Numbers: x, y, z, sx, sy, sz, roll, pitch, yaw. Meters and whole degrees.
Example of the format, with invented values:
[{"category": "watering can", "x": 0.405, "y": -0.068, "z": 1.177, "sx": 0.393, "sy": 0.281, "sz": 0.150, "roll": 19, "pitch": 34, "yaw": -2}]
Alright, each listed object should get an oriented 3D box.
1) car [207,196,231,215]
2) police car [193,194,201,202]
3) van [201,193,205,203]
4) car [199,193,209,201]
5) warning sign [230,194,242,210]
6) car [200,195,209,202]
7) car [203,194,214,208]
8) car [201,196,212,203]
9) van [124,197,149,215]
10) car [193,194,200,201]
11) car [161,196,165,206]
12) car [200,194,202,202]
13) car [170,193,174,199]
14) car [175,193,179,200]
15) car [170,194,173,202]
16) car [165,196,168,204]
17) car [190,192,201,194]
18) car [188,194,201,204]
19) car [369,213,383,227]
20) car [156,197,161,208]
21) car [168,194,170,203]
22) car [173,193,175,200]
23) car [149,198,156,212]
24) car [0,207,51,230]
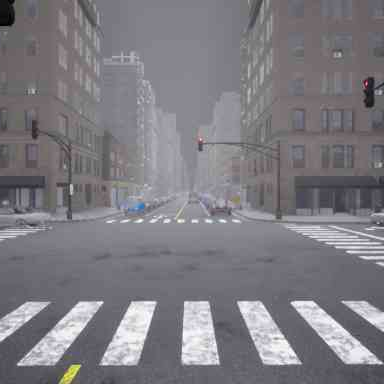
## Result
[{"category": "car", "x": 2.811, "y": 1.442, "z": 33.344, "sx": 1.967, "sy": 1.590, "sz": 4.097, "roll": 0, "pitch": 0, "yaw": 0}, {"category": "police car", "x": 1.144, "y": 1.421, "z": 79.442, "sx": 1.930, "sy": 1.638, "sz": 5.238, "roll": 0, "pitch": 0, "yaw": -1}, {"category": "van", "x": 2.911, "y": 1.343, "z": 56.021, "sx": 1.690, "sy": 1.788, "sz": 3.998, "roll": 0, "pitch": 0, "yaw": 0}, {"category": "car", "x": 3.036, "y": 1.308, "z": 84.367, "sx": 2.192, "sy": 1.841, "sz": 5.009, "roll": 0, "pitch": 0, "yaw": 0}, {"category": "warning sign", "x": 5.239, "y": 1.118, "z": 39.328, "sx": 1.300, "sy": 1.860, "sz": 1.060, "roll": 0, "pitch": 0, "yaw": 0}, {"category": "car", "x": 3.012, "y": 1.436, "z": 78.698, "sx": 1.967, "sy": 1.590, "sz": 4.097, "roll": 0, "pitch": 0, "yaw": 0}, {"category": "car", "x": 2.861, "y": 1.443, "z": 44.682, "sx": 1.967, "sy": 1.590, "sz": 4.097, "roll": 0, "pitch": 0, "yaw": 0}, {"category": "car", "x": 2.962, "y": 1.551, "z": 67.359, "sx": 2.008, "sy": 1.369, "sz": 4.403, "roll": 0, "pitch": 0, "yaw": 0}, {"category": "van", "x": -5.715, "y": 1.343, "z": 33.380, "sx": 1.690, "sy": 1.788, "sz": 3.998, "roll": 0, "pitch": 0, "yaw": 0}, {"category": "car", "x": 1.179, "y": 1.447, "z": 89.537, "sx": 1.801, "sy": 1.575, "sz": 5.366, "roll": 0, "pitch": 0, "yaw": 0}, {"category": "car", "x": -5.639, "y": 1.585, "z": 50.385, "sx": 1.802, "sy": 1.307, "sz": 4.206, "roll": 0, "pitch": 0, "yaw": 0}, {"category": "car", "x": 2.937, "y": 1.526, "z": 61.860, "sx": 1.752, "sy": 1.417, "sz": 4.829, "roll": 0, "pitch": 0, "yaw": 0}, {"category": "car", "x": -5.539, "y": 1.543, "z": 73.057, "sx": 1.887, "sy": 1.381, "sz": 4.507, "roll": 0, "pitch": 0, "yaw": 0}, {"category": "car", "x": -5.464, "y": 1.306, "z": 90.062, "sx": 2.192, "sy": 1.841, "sz": 5.009, "roll": 0, "pitch": 0, "yaw": 0}, {"category": "car", "x": -5.564, "y": 1.566, "z": 67.389, "sx": 1.947, "sy": 1.339, "sz": 4.313, "roll": 0, "pitch": 0, "yaw": 0}, {"category": "car", "x": -5.615, "y": 1.568, "z": 56.053, "sx": 1.947, "sy": 1.339, "sz": 4.313, "roll": 0, "pitch": 0, "yaw": 0}, {"category": "car", "x": 0.319, "y": 1.038, "z": 72.949, "sx": 2.150, "sy": 2.045, "sz": 5.566, "roll": 0, "pitch": 0, "yaw": 0}, {"category": "car", "x": 0.275, "y": 1.565, "z": 62.915, "sx": 1.994, "sy": 1.385, "sz": 4.181, "roll": 0, "pitch": 0, "yaw": 0}, {"category": "car", "x": 13.754, "y": 1.615, "z": 20.677, "sx": 4.718, "sy": 1.301, "sz": 1.895, "roll": 0, "pitch": 0, "yaw": 0}, {"category": "car", "x": -5.664, "y": 1.568, "z": 44.716, "sx": 1.947, "sy": 1.339, "sz": 4.313, "roll": 0, "pitch": 0, "yaw": 0}, {"category": "car", "x": -5.590, "y": 1.527, "z": 61.551, "sx": 1.752, "sy": 1.417, "sz": 4.829, "roll": 0, "pitch": 0, "yaw": 0}, {"category": "car", "x": -5.515, "y": 1.521, "z": 78.556, "sx": 1.752, "sy": 1.417, "sz": 4.829, "roll": 0, "pitch": 0, "yaw": 0}, {"category": "car", "x": -5.690, "y": 1.442, "z": 39.048, "sx": 1.967, "sy": 1.590, "sz": 4.097, "roll": 0, "pitch": 0, "yaw": 0}, {"category": "car", "x": -11.447, "y": 1.578, "z": 20.541, "sx": 4.718, "sy": 1.301, "sz": 1.895, "roll": 0, "pitch": 0, "yaw": 0}]
